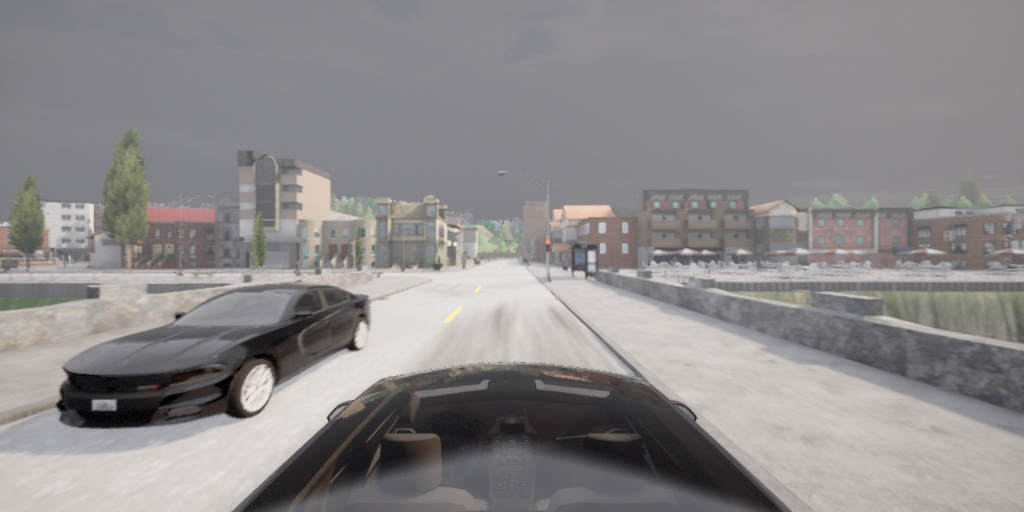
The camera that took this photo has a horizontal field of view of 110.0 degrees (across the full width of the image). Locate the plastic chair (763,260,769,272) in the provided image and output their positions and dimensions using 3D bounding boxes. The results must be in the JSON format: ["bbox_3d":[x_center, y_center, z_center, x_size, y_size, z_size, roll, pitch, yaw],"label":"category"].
[{"bbox_3d":[28.811,1.129,40.825,0.730,1.272,0.750,0,0,0],"label":"plastic chair"}]

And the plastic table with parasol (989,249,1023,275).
[{"bbox_3d":[48.008,0.525,34.518,2.482,2.480,2.482,0,0,0],"label":"plastic table with parasol"}]

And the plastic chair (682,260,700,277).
[{"bbox_3d":[15.007,1.177,30.031,0.750,1.272,0.730,0,0,0],"label":"plastic chair"}]

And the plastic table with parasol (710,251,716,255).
[{"bbox_3d":[22.521,0.528,41.998,2.482,2.480,2.482,0,0,0],"label":"plastic table with parasol"}]

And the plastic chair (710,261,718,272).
[{"bbox_3d":[22.511,1.137,40.528,0.750,1.272,0.730,0,0,0],"label":"plastic chair"}]

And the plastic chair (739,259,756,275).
[{"bbox_3d":[22.809,1.154,34.728,0.750,1.272,0.730,0,0,0],"label":"plastic chair"}]

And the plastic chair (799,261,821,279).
[{"bbox_3d":[23.706,1.172,28.527,0.750,1.272,0.730,0,0,0],"label":"plastic chair"}]

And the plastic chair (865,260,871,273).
[{"bbox_3d":[37.410,1.129,38.022,0.750,1.272,0.730,0,0,0],"label":"plastic chair"}]

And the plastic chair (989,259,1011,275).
[{"bbox_3d":[46.808,1.131,34.418,0.730,1.272,0.750,0,0,0],"label":"plastic chair"}]

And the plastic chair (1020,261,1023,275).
[{"bbox_3d":[47.908,1.134,33.018,0.750,1.272,0.730,0,0,0],"label":"plastic chair"}]

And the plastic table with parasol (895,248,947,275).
[{"bbox_3d":[37.798,0.541,32.732,2.482,2.480,2.482,0,0,0],"label":"plastic table with parasol"}]

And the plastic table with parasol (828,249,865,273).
[{"bbox_3d":[30.518,0.546,33.705,2.482,2.480,2.482,0,0,0],"label":"plastic table with parasol"}]

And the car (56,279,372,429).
[{"bbox_3d":[-4.091,1.218,6.098,1.882,1.535,5.008,0,0,0],"label":"car"}]

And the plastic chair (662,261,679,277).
[{"bbox_3d":[13.907,1.173,31.431,0.730,1.272,0.750,0,0,0],"label":"plastic chair"}]

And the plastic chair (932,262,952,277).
[{"bbox_3d":[37.807,1.149,31.422,0.750,1.272,0.730,0,0,0],"label":"plastic chair"}]

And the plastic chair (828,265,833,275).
[{"bbox_3d":[29.340,1.150,33.821,0.730,1.272,0.750,0,0,-1],"label":"plastic chair"}]

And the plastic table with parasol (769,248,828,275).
[{"bbox_3d":[23.807,0.564,29.877,2.482,2.480,2.482,0,0,0],"label":"plastic table with parasol"}]

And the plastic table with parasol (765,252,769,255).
[{"bbox_3d":[30.240,0.524,40.795,2.482,2.480,2.482,0,0,0],"label":"plastic table with parasol"}]

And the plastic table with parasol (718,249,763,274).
[{"bbox_3d":[22.909,0.546,36.078,2.482,2.480,2.482,0,0,0],"label":"plastic table with parasol"}]

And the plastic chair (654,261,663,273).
[{"bbox_3d":[15.810,1.152,37.830,0.750,1.272,0.730,0,0,0],"label":"plastic chair"}]

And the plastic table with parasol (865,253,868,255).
[{"bbox_3d":[37.440,0.521,39.482,2.482,2.480,2.482,0,0,0],"label":"plastic table with parasol"}]

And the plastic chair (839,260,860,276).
[{"bbox_3d":[30.508,1.154,32.425,0.750,1.272,0.730,0,0,0],"label":"plastic chair"}]

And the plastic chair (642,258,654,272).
[{"bbox_3d":[14.710,1.148,39.231,0.730,1.272,0.750,0,0,0],"label":"plastic chair"}]

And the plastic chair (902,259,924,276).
[{"bbox_3d":[36.670,1.145,32.820,0.730,1.272,0.750,0,0,0],"label":"plastic chair"}]

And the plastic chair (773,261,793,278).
[{"bbox_3d":[22.607,1.169,29.928,0.730,1.272,0.750,0,0,0],"label":"plastic chair"}]

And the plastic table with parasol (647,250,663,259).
[{"bbox_3d":[15.930,0.544,39.110,2.482,2.480,2.482,0,0,0],"label":"plastic table with parasol"}]

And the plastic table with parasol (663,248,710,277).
[{"bbox_3d":[15.177,0.569,31.291,2.482,2.480,2.482,0,0,0],"label":"plastic table with parasol"}]

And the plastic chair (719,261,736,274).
[{"bbox_3d":[21.709,1.151,36.128,0.730,1.272,0.750,0,0,0],"label":"plastic chair"}]
